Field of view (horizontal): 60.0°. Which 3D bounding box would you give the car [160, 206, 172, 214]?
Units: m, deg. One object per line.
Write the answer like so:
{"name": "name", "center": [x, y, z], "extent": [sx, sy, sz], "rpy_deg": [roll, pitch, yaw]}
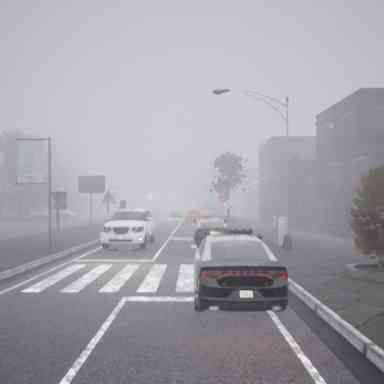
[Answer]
{"name": "car", "center": [-8.467, 5.050, 87.009], "extent": [4.892, 1.521, 2.231], "rpy_deg": [0, -3, 0]}

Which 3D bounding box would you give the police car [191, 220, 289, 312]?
{"name": "police car", "center": [0.999, 1.762, 8.664], "extent": [1.930, 1.638, 5.238], "rpy_deg": [0, -2, 0]}

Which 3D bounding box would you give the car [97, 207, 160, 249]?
{"name": "car", "center": [-3.291, 1.919, 18.135], "extent": [2.150, 2.045, 5.566], "rpy_deg": [0, -4, 0]}

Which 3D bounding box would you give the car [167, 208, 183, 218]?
{"name": "car", "center": [-3.063, 4.091, 60.818], "extent": [1.895, 1.301, 4.718], "rpy_deg": [0, -2, 1]}

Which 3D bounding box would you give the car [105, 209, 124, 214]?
{"name": "car", "center": [-21.526, 5.353, 92.661], "extent": [4.674, 1.452, 2.002], "rpy_deg": [0, -3, 0]}

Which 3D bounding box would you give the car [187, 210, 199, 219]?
{"name": "car", "center": [0.251, 4.007, 60.098], "extent": [2.033, 1.411, 5.357], "rpy_deg": [0, -2, 0]}

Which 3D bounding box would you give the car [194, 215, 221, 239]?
{"name": "car", "center": [1.063, 2.517, 24.551], "extent": [1.812, 1.442, 4.674], "rpy_deg": [0, -2, 0]}

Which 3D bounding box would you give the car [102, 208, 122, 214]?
{"name": "car", "center": [-21.543, 5.181, 89.879], "extent": [5.008, 1.535, 2.097], "rpy_deg": [0, -3, 0]}

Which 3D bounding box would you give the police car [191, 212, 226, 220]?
{"name": "police car", "center": [1.036, 2.171, 18.665], "extent": [1.930, 1.638, 5.238], "rpy_deg": [0, -2, 0]}

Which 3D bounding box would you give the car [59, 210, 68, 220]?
{"name": "car", "center": [-21.748, 3.475, 49.440], "extent": [4.892, 1.521, 2.231], "rpy_deg": [0, -2, 0]}

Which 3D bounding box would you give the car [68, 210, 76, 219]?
{"name": "car", "center": [-21.742, 3.609, 52.711], "extent": [5.008, 1.535, 2.097], "rpy_deg": [0, -2, 0]}

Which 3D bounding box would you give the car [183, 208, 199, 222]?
{"name": "car", "center": [0.208, 3.258, 46.666], "extent": [2.097, 1.767, 4.553], "rpy_deg": [0, -2, 1]}

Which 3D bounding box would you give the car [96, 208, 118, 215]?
{"name": "car", "center": [-21.562, 4.929, 84.317], "extent": [5.008, 1.535, 2.097], "rpy_deg": [0, -2, 0]}

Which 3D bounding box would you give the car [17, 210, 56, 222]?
{"name": "car", "center": [-21.768, 3.378, 46.166], "extent": [4.674, 1.452, 2.002], "rpy_deg": [0, -2, 0]}
